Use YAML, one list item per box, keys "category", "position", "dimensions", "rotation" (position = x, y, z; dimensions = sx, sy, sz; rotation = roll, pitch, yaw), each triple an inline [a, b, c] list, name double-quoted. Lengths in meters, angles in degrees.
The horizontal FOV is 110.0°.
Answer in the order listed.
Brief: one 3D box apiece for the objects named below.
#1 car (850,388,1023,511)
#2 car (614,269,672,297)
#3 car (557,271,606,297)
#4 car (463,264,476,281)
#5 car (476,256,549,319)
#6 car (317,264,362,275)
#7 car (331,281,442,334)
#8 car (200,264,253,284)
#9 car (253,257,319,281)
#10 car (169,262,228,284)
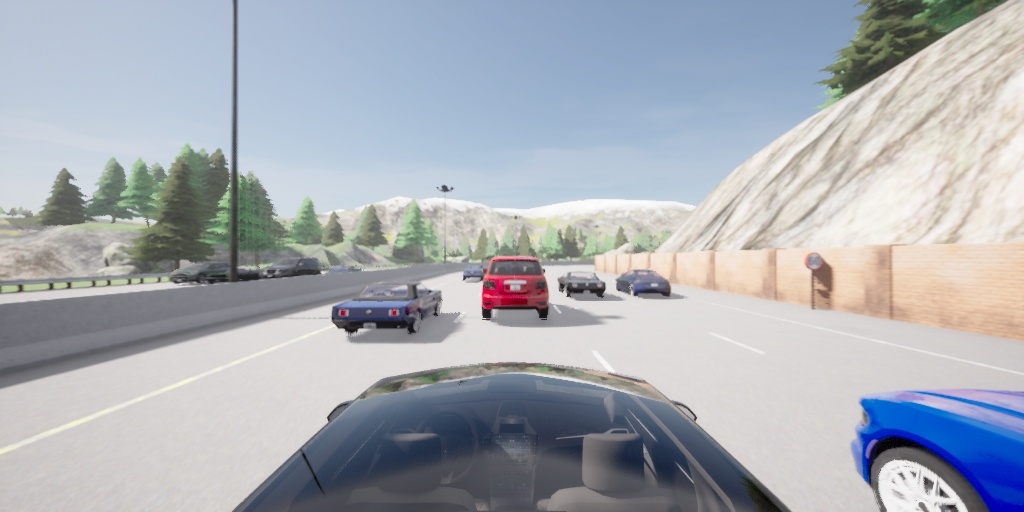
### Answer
- category: "car"
  position: [3.600, 1.222, 0.732]
  dimensions: [1.882, 1.535, 5.008]
  rotation: [0, 0, 0]
- category: "car"
  position: [7.098, 1.422, 19.858]
  dimensions: [1.994, 1.385, 4.181]
  rotation: [0, 0, 0]
- category: "car"
  position: [3.598, 1.456, 19.419]
  dimensions: [1.895, 1.301, 4.718]
  rotation: [0, 0, 0]
- category: "car"
  position: [-3.403, 1.485, 33.147]
  dimensions: [2.033, 1.411, 5.357]
  rotation: [0, 0, 0]
- category: "car"
  position: [0.099, 1.040, 13.254]
  dimensions: [2.150, 2.045, 5.566]
  rotation: [0, 0, 0]
- category: "car"
  position: [-14.099, 1.483, 30.141]
  dimensions: [1.994, 1.385, 4.181]
  rotation: [0, 0, 0]
- category: "car"
  position: [-3.401, 1.405, 10.808]
  dimensions: [1.895, 1.301, 4.718]
  rotation: [0, 0, 0]
- category: "car"
  position: [-21.101, 1.507, 27.914]
  dimensions: [1.895, 1.301, 4.718]
  rotation: [0, 0, 0]
- category: "car"
  position: [-17.602, 1.133, 28.870]
  dimensions: [2.150, 2.045, 5.566]
  rotation: [0, 0, 0]
- category: "car"
  position: [-24.597, 1.263, 28.746]
  dimensions: [2.097, 1.767, 4.553]
  rotation: [0, 0, 0]
